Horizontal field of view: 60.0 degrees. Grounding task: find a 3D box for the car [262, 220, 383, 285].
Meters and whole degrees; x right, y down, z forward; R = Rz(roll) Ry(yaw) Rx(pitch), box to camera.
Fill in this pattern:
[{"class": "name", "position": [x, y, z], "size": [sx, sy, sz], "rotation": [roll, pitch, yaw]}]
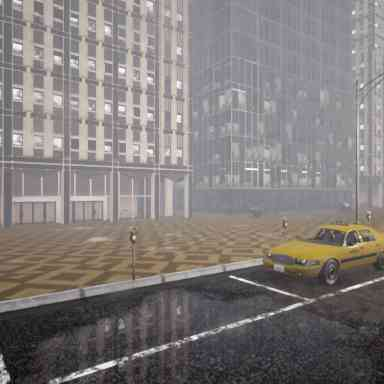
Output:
[{"class": "car", "position": [4.068, 1.526, 9.479], "size": [4.829, 1.417, 1.752], "rotation": [0, 0, -36]}]
